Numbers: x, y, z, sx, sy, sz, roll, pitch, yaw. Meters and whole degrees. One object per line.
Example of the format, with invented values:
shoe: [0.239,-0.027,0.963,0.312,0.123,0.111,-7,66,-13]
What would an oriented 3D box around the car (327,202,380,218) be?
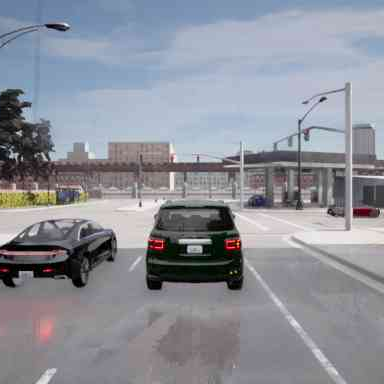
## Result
car: [14.166,1.563,29.319,4.181,1.385,1.994,0,0,-1]

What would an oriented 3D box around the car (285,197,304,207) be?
car: [15.395,1.455,50.184,1.970,1.475,3.806,0,0,0]

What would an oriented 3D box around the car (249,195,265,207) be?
car: [9.651,1.294,49.415,2.242,1.667,4.611,0,0,0]

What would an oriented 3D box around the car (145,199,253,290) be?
car: [0.073,1.221,9.231,2.150,2.045,5.566,0,0,0]

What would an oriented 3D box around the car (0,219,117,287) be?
car: [-3.431,1.491,9.315,2.128,1.511,4.902,0,0,0]
